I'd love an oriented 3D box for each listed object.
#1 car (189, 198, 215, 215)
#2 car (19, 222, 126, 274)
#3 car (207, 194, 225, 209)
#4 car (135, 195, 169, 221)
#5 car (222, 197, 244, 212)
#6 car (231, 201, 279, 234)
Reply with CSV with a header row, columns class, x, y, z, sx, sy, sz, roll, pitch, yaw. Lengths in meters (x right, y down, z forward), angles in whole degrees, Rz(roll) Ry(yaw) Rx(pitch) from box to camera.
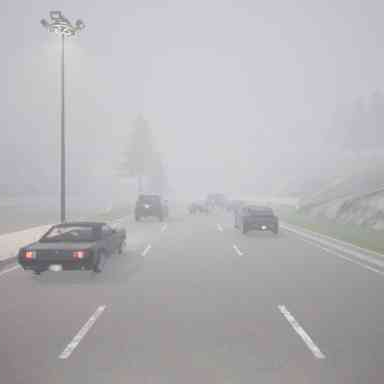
class,x,y,z,sx,sy,sz,roll,pitch,yaw
car,0.916,1.601,34.315,1.895,1.301,4.718,0,0,9
car,-3.399,1.601,10.534,1.895,1.301,4.718,0,0,0
car,3.382,1.221,44.377,2.150,2.045,5.566,0,0,16
car,-3.252,1.224,27.541,2.150,2.045,5.566,0,0,2
car,5.259,1.547,38.348,2.033,1.411,5.357,0,0,16
car,3.603,1.505,19.083,1.837,1.490,4.892,0,0,0
